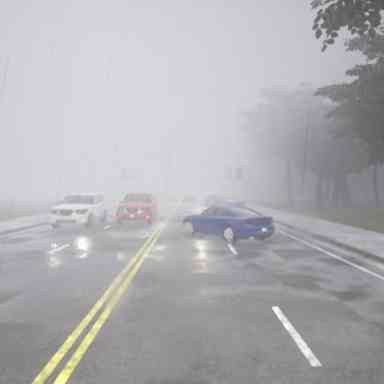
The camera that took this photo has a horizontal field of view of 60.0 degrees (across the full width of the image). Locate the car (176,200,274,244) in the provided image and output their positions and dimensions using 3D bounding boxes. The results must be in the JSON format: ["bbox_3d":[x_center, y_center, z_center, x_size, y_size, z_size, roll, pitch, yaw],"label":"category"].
[{"bbox_3d":[1.478,1.344,15.334,1.882,1.535,5.008,0,1,-34],"label":"car"}]

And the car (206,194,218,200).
[{"bbox_3d":[2.937,1.235,35.060,2.163,1.488,4.792,0,0,-1],"label":"car"}]

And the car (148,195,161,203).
[{"bbox_3d":[-7.097,1.239,62.825,1.994,1.385,4.181,0,0,0],"label":"car"}]

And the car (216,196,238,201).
[{"bbox_3d":[3.034,1.255,24.216,1.801,1.575,5.366,0,0,-1],"label":"car"}]

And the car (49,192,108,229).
[{"bbox_3d":[-6.784,1.048,20.547,2.150,2.045,5.566,0,0,-1],"label":"car"}]

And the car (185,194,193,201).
[{"bbox_3d":[-0.687,1.160,76.811,1.882,1.535,5.008,0,0,-1],"label":"car"}]

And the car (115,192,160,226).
[{"bbox_3d":[-3.550,1.035,22.304,2.150,2.045,5.566,0,0,-1],"label":"car"}]

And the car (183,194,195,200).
[{"bbox_3d":[-0.493,1.167,56.394,2.128,1.511,4.902,0,0,0],"label":"car"}]

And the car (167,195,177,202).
[{"bbox_3d":[-3.848,1.226,64.742,2.033,1.411,5.357,0,0,0],"label":"car"}]
